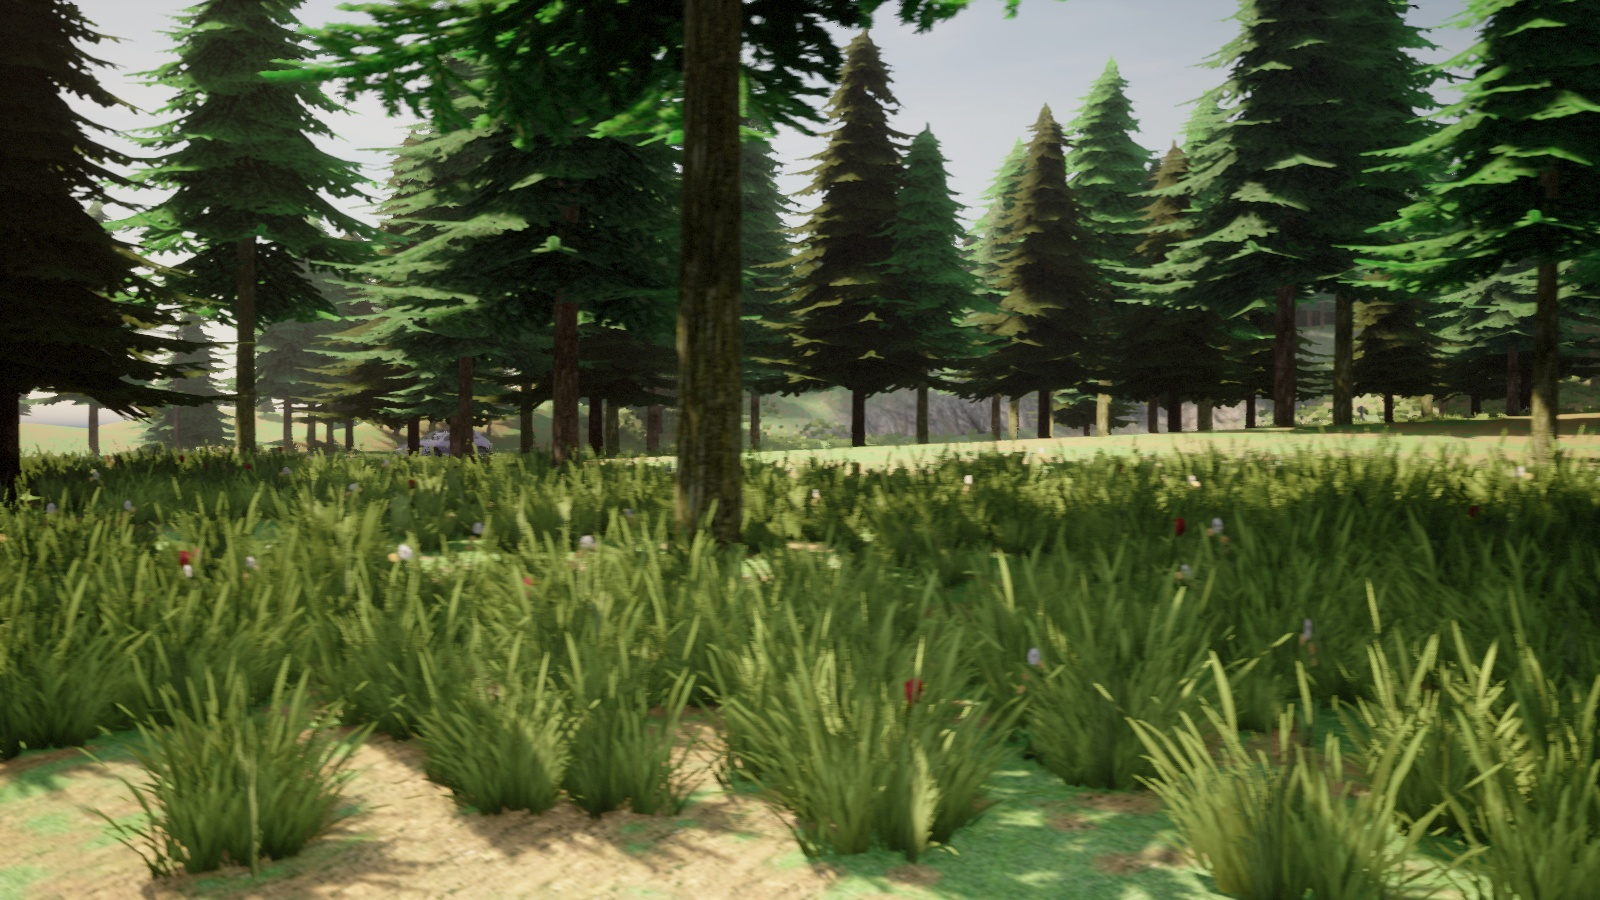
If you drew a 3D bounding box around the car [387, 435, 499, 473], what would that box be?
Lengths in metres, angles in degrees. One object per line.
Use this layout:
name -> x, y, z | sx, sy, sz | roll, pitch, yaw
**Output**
car -> -16.616, 0.152, 58.641 | 2.033, 1.649, 4.856 | 0, 1, 33
